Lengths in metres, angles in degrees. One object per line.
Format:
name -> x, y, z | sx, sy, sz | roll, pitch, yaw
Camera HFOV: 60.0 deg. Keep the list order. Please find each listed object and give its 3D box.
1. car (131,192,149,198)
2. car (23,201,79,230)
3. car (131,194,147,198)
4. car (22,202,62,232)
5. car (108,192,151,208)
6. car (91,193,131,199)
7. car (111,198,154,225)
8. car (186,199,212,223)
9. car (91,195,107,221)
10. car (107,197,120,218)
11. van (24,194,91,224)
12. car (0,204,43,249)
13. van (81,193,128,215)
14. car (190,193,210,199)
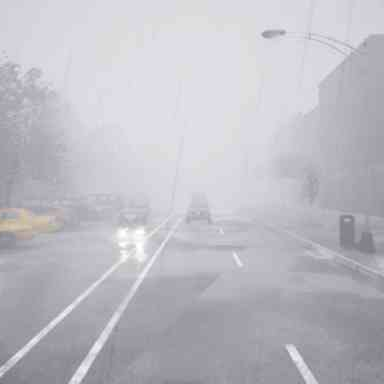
car -> -8.641, 1.107, 42.918 | 5.566, 2.045, 2.435 | -1, 0, -19
car -> -9.207, 1.500, 19.213 | 4.792, 1.488, 2.163 | -1, 0, -19
car -> -8.562, 1.371, 40.020 | 5.366, 1.575, 1.946 | -1, 0, -19
car -> -9.423, 1.477, 16.202 | 5.366, 1.575, 1.946 | -1, 0, -19
car -> -8.624, 1.090, 45.846 | 5.566, 2.045, 2.435 | -1, 1, -19
car -> -8.954, 1.175, 31.056 | 5.566, 2.045, 2.435 | -1, 1, -19
car -> -3.883, 1.462, 23.631 | 2.128, 1.511, 4.902 | 0, 0, 1
car -> 0.496, 1.505, 25.142 | 2.033, 1.411, 5.357 | 0, 1, 1
car -> -9.082, 1.326, 25.139 | 4.553, 1.767, 2.185 | -1, 0, -19
car -> -8.995, 1.439, 28.113 | 5.008, 1.535, 2.097 | -1, 0, -19
van -> -9.225, 1.237, 22.142 | 4.442, 1.987, 1.878 | -1, 0, -19
car -> -9.134, 1.477, 13.354 | 5.366, 1.575, 1.946 | -1, 0, -19
van -> -8.967, 1.187, 33.983 | 4.442, 1.987, 1.878 | -1, 1, -19
car -> 0.885, 1.094, 42.970 | 2.150, 2.045, 5.566 | 0, 0, 1
